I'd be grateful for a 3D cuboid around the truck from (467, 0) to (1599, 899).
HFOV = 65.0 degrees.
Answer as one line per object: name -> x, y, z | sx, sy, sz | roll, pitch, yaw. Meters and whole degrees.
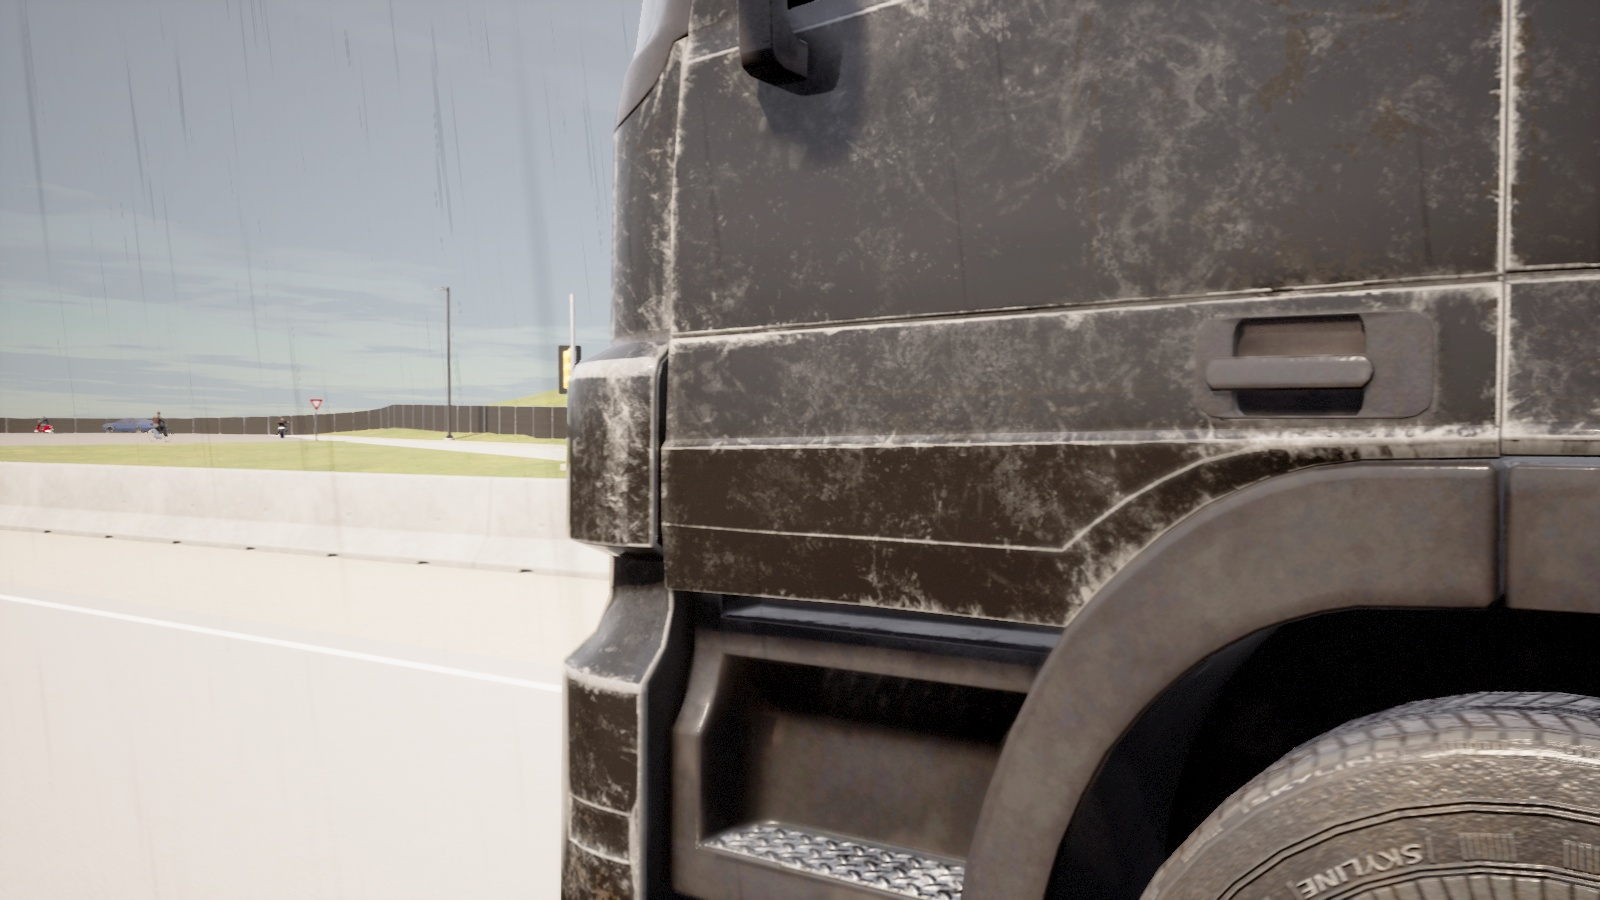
truck -> 3.510, -0.300, 1.272 | 7.936, 3.462, 2.891 | 0, 1, 34
